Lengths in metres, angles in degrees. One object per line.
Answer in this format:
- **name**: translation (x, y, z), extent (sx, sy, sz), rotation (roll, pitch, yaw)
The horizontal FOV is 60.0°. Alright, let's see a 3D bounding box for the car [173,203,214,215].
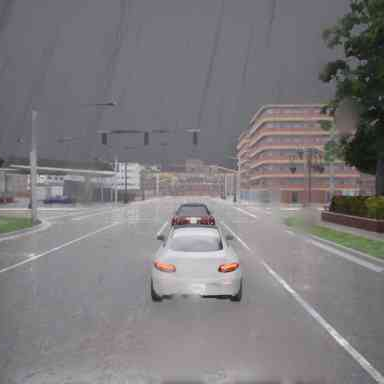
- **car**: translation (0.064, 1.352, 17.181), extent (2.097, 1.767, 4.553), rotation (0, 0, 0)

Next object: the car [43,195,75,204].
- **car**: translation (-23.437, 1.295, 57.889), extent (4.611, 1.667, 2.242), rotation (0, 0, 1)

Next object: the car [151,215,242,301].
- **car**: translation (0.087, 1.526, 8.188), extent (1.812, 1.442, 4.674), rotation (0, 0, 0)

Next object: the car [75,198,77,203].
- **car**: translation (-24.167, 1.456, 63.639), extent (3.806, 1.475, 1.970), rotation (0, 0, 1)
